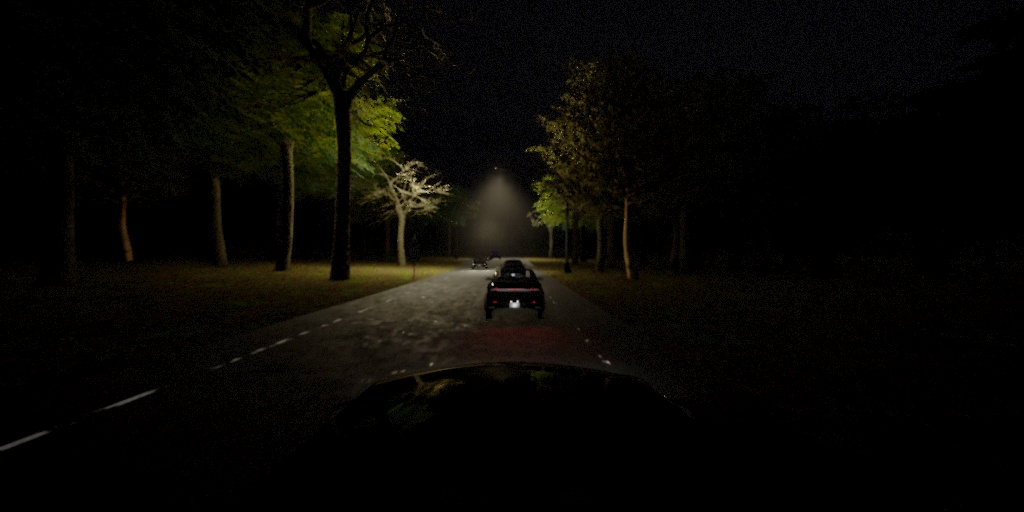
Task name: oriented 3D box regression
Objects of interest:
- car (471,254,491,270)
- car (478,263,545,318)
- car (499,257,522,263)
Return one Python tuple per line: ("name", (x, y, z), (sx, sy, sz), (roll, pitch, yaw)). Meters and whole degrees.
("car", (-3.756, 0.827, 42.723), (1.837, 1.490, 4.892), (0, 1, -2))
("car", (0.082, 1.169, 12.624), (2.128, 1.511, 4.902), (0, 0, 0))
("car", (0.078, 1.036, 27.887), (1.837, 1.490, 4.892), (0, 1, 0))
